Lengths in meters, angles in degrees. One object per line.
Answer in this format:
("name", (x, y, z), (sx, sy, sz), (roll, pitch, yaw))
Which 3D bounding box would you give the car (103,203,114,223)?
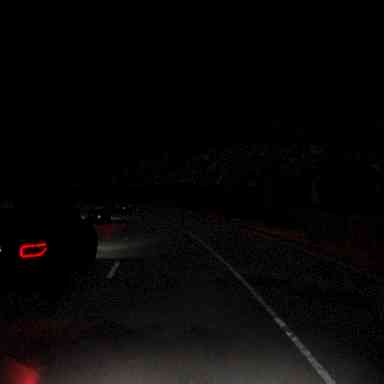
("car", (-7.718, 1.731, 27.596), (1.812, 1.442, 4.674), (0, 0, -16))

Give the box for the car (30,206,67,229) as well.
("car", (-10.483, 1.800, 24.644), (1.895, 1.301, 4.718), (0, 0, -15))

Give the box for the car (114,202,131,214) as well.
("car", (-8.675, 1.858, 40.408), (1.994, 1.385, 4.181), (0, 0, -22))

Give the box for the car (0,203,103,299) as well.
("car", (-4.000, 1.284, 8.656), (2.150, 2.045, 5.566), (0, 0, -5))
